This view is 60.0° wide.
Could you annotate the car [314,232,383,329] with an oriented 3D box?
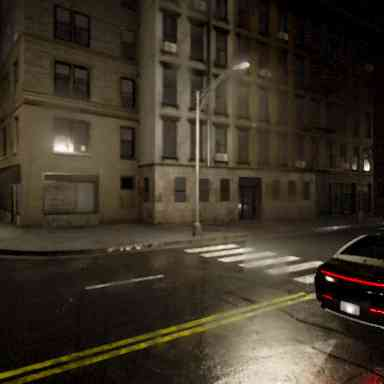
[{"bbox_3d":[4.394,1.521,6.422,4.892,1.490,1.837,0,0,-34],"label":"car"}]
